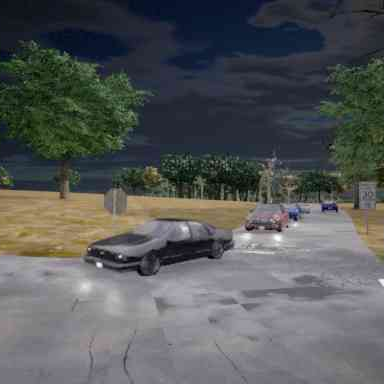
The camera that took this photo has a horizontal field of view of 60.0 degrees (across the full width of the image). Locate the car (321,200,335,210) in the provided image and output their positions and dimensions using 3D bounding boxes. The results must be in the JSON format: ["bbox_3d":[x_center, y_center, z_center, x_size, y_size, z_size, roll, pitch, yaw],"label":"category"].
[{"bbox_3d":[22.184,2.065,54.347,1.882,1.535,5.008,0,-1,20],"label":"car"}]

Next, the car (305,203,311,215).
[{"bbox_3d":[13.023,1.952,39.623,1.895,1.301,4.718,0,-1,23],"label":"car"}]

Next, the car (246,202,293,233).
[{"bbox_3d":[4.812,1.479,20.905,2.097,1.767,4.553,0,-1,23],"label":"car"}]

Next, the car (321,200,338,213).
[{"bbox_3d":[18.531,1.908,44.681,1.882,1.535,5.008,0,-1,22],"label":"car"}]

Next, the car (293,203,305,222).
[{"bbox_3d":[8.572,1.707,29.485,1.882,1.535,5.008,0,0,24],"label":"car"}]

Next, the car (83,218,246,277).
[{"bbox_3d":[-0.669,1.567,10.724,2.033,1.411,5.357,2,0,41],"label":"car"}]
